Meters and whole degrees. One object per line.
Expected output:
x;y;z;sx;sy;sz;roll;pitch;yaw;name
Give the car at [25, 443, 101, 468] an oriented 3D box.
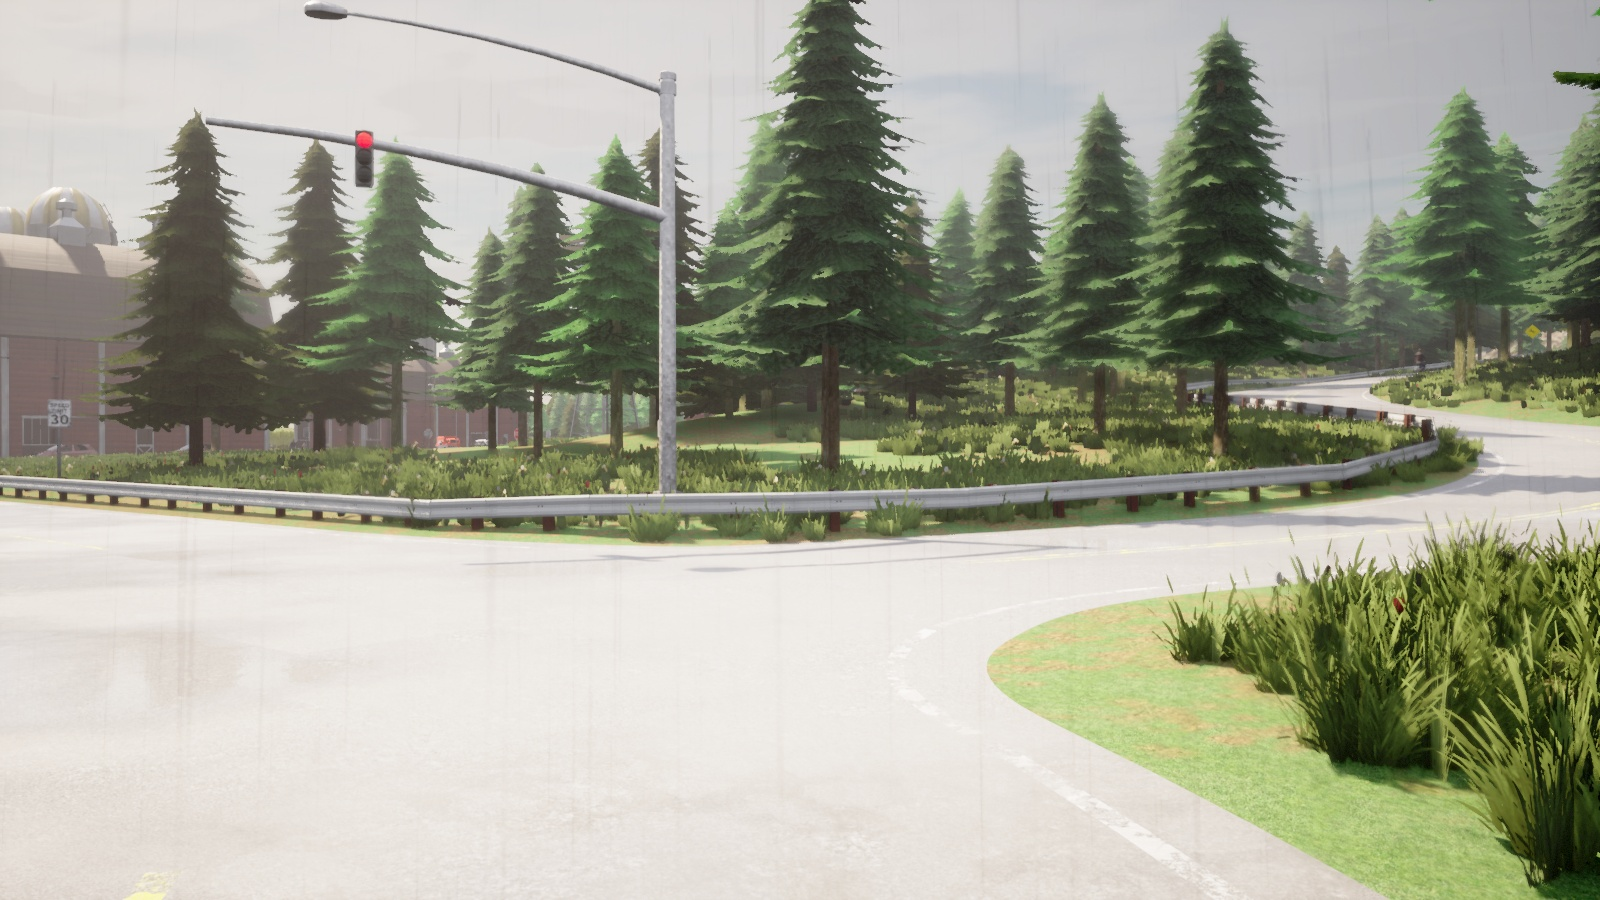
-45.148;0.312;76.977;1.845;1.501;3.633;0;0;40;car
